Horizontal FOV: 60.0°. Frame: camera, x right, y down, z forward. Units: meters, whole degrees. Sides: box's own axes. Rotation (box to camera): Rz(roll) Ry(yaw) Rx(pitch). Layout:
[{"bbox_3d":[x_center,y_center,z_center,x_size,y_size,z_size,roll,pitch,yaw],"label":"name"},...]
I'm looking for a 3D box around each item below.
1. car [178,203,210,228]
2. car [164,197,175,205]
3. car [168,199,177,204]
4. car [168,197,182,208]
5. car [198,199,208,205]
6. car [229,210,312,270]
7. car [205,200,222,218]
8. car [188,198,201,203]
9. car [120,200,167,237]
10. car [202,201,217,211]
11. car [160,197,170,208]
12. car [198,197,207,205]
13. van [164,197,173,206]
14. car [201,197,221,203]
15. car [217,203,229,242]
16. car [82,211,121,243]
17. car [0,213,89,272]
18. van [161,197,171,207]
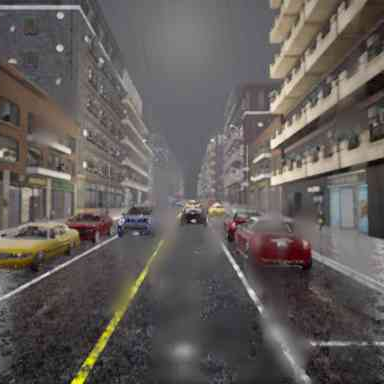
[{"bbox_3d":[0.106,1.762,24.127,1.812,1.442,4.674,0,-1,0],"label":"car"},{"bbox_3d":[-5.265,2.159,79.493,2.192,1.841,5.009,2,-1,0],"label":"car"},{"bbox_3d":[-5.271,2.546,90.819,1.947,1.339,4.313,2,-1,0],"label":"car"},{"bbox_3d":[-2.765,2.175,61.134,2.033,1.411,5.357,0,-1,1],"label":"car"},{"bbox_3d":[2.607,2.394,79.483,2.008,1.369,4.403,2,-1,0],"label":"car"},{"bbox_3d":[2.595,1.551,11.512,1.967,1.590,4.097,2,-1,0],"label":"car"},{"bbox_3d":[2.598,1.867,34.339,1.752,1.417,4.829,2,-1,0],"label":"car"},{"bbox_3d":[0.110,1.881,42.313,1.801,1.575,5.366,0,-1,0],"label":"car"},{"bbox_3d":[-2.845,1.537,19.043,2.097,1.767,4.553,0,-1,0],"label":"car"},{"bbox_3d":[2.601,2.068,51.161,2.008,1.369,4.403,2,-1,0],"label":"car"},{"bbox_3d":[-5.269,1.959,62.500,2.192,1.841,5.009,2,-1,0],"label":"car"},{"bbox_3d":[2.615,2.226,85.150,2.192,1.841,5.009,2,-1,0],"label":"car"},{"bbox_3d":[-5.267,2.118,73.828,1.690,1.788,3.998,2,-1,0],"label":"van"},{"bbox_3d":[2.605,1.714,39.836,2.192,1.841,5.009,2,-1,0],"label":"car"},{"bbox_3d":[2.596,1.607,17.177,1.967,1.590,4.097,2,-1,0],"label":"car"},{"bbox_3d":[-5.286,1.712,17.184,1.887,1.381,4.507,2,-1,0],"label":"car"},{"bbox_3d":[-5.287,1.635,11.349,1.752,1.417,4.829,2,-1,0],"label":"car"},{"bbox_3d":[-5.269,2.052,68.163,1.690,1.788,3.998,2,-1,0],"label":"van"}]
